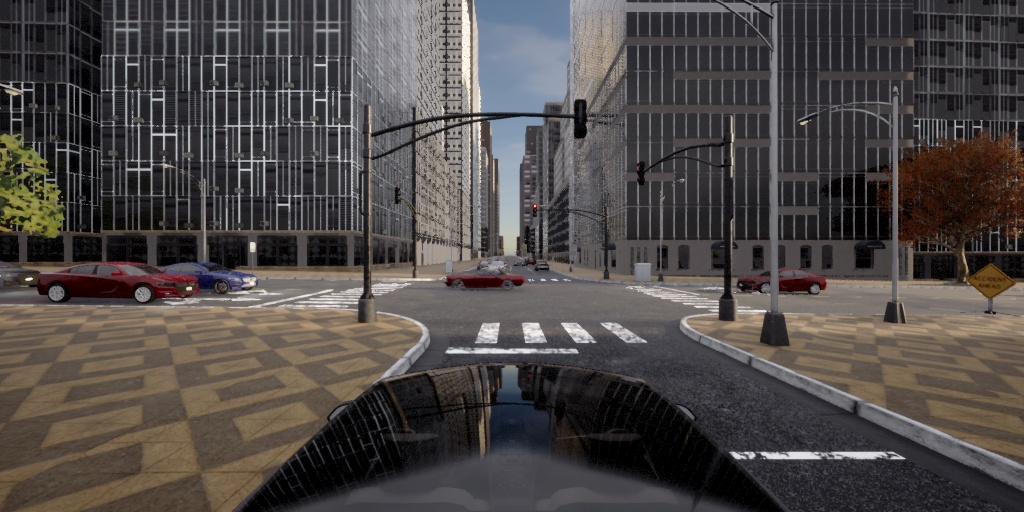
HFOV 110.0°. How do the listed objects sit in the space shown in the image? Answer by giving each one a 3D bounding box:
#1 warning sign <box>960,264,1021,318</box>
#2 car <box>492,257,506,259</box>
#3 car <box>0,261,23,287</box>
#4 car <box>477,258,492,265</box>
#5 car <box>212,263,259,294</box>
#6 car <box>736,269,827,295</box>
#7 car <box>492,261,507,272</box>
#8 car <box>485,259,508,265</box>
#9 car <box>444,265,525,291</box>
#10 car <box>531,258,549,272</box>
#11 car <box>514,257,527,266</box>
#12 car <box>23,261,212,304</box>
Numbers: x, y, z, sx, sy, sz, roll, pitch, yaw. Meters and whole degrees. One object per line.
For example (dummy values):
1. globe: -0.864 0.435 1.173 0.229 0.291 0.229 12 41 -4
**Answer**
1. warning sign: 17.258 1.204 12.940 1.060 1.860 1.300 0 0 -3
2. car: -1.672 1.109 58.561 2.097 1.767 4.553 0 0 -1
3. car: -24.901 0.882 16.920 4.181 1.385 1.994 1 0 -3
4. car: -4.113 1.343 52.197 1.802 1.307 4.207 0 0 0
5. car: -14.975 1.026 17.396 4.674 1.442 1.812 1 0 -1
6. car: 16.715 1.554 22.374 5.008 1.535 1.882 0 0 -3
7. car: -1.619 1.363 48.281 1.895 1.301 4.718 0 0 0
8. car: -1.560 1.292 38.321 1.812 1.442 4.674 0 0 0
9. car: -1.633 1.361 21.486 4.718 1.301 1.895 0 0 -3
10. car: 3.850 1.329 46.719 1.948 1.339 4.313 0 0 0
11. car: 1.227 1.353 64.461 1.895 1.301 4.718 0 0 0
12. car: -15.286 0.973 14.124 5.008 1.535 1.882 1 0 -2
